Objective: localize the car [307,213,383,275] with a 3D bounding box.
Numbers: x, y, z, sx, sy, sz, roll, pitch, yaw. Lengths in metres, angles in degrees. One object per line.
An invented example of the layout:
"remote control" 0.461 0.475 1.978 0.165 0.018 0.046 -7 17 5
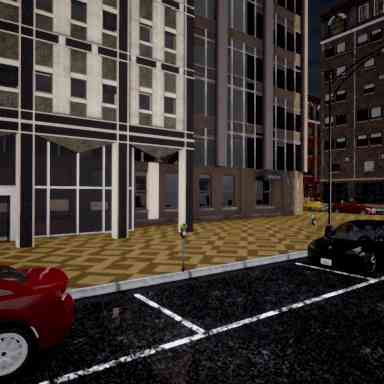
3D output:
"car" 5.494 1.566 10.497 4.313 1.339 1.947 0 0 -36

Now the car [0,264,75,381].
"car" -3.756 1.545 3.874 4.507 1.381 1.887 0 0 -36

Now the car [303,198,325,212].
"car" 12.331 1.465 36.633 1.752 1.417 4.829 0 0 -36

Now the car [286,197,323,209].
"car" 15.625 1.496 46.401 1.752 1.417 4.829 0 0 -36

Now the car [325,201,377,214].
"car" 15.538 1.532 32.174 1.802 1.307 4.206 0 0 -36
